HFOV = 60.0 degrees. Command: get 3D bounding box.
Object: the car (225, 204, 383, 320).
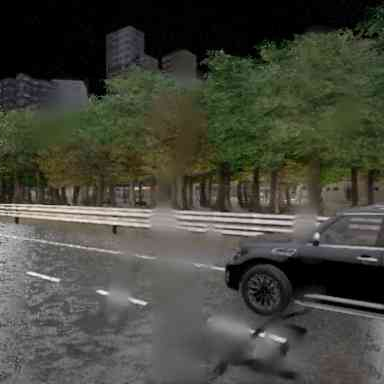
[{"bbox_3d":[3.317,1.222,5.803,5.566,2.045,2.150,0,0,36],"label":"car"}]
